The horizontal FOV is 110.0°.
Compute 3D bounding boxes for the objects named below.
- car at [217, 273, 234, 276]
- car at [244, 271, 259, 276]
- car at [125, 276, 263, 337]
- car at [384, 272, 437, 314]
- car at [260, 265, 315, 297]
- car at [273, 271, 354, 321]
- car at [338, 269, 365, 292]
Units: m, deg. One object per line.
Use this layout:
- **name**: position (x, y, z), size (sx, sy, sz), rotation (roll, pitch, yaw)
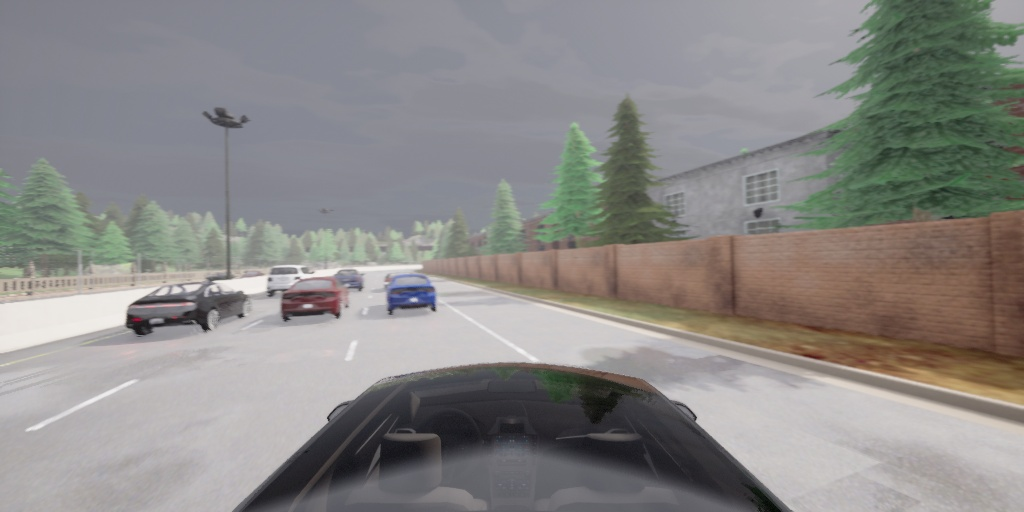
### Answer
- **car**: position (-38.406, 2.926, 47.451), size (1.895, 1.301, 4.718), rotation (-1, -1, -19)
- **car**: position (-35.252, 2.793, 49.005), size (1.812, 1.442, 4.674), rotation (-1, -1, -19)
- **car**: position (-10.675, 1.650, 12.248), size (2.128, 1.511, 4.902), rotation (-1, -1, -19)
- **car**: position (-4.482, 1.528, 15.729), size (1.882, 1.535, 5.008), rotation (-1, -1, -19)
- **car**: position (-15.407, 1.675, 25.264), size (2.150, 2.045, 5.566), rotation (-1, -1, -19)
- **car**: position (-7.771, 1.594, 14.535), size (1.882, 1.535, 5.008), rotation (-1, -1, -19)
- **car**: position (-12.464, 1.759, 27.456), size (2.097, 1.767, 4.553), rotation (-1, -1, -19)
